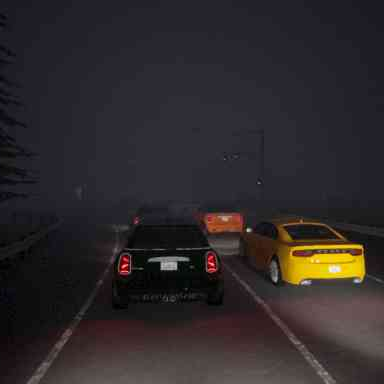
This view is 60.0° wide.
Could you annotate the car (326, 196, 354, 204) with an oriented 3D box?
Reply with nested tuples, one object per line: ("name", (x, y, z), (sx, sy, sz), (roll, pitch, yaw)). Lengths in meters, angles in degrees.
("car", (29.284, 1.525, 65.787), (4.902, 1.511, 2.128), (0, 0, -19))

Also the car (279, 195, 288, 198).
("car", (19.078, 1.352, 65.965), (4.553, 1.767, 2.097), (0, 0, -18))

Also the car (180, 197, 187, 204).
("car", (0.237, 1.528, 33.520), (4.674, 1.442, 1.812), (0, 0, -19))

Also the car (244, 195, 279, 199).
("car", (12.503, 1.491, 60.096), (4.902, 1.511, 2.128), (0, 0, -19))

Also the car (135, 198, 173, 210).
("car", (-4.914, 1.528, 42.871), (4.674, 1.442, 1.812), (0, 0, -19))

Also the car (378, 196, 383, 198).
("car", (38.651, 1.540, 70.075), (5.357, 1.411, 2.033), (0, 0, -29))

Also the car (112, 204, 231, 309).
("car", (-0.631, 1.352, 8.095), (2.097, 1.767, 4.553), (0, 0, -6))

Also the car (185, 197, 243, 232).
("car", (1.203, 1.352, 18.342), (2.097, 1.767, 4.553), (0, 0, -12))

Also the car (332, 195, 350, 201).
("car", (36.278, 1.552, 80.888), (4.181, 1.385, 1.994), (0, 0, -29))

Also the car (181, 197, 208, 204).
("car", (0.514, 1.601, 63.404), (4.718, 1.301, 1.895), (0, 0, -19))

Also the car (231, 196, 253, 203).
("car", (10.562, 1.553, 70.436), (4.181, 1.385, 1.994), (0, 0, -19))

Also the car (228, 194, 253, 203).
("car", (9.730, 1.352, 66.501), (4.553, 1.767, 2.097), (0, 0, -18))

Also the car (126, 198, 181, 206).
("car", (-2.111, 1.352, 16.902), (2.097, 1.767, 4.553), (0, 0, -12))

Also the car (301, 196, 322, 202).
("car", (27.459, 1.553, 76.347), (4.181, 1.385, 1.994), (0, 0, -21))

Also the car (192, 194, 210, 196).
("car", (1.336, 1.505, 59.992), (4.892, 1.490, 1.837), (0, 0, -19))

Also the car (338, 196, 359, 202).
("car", (36.149, 1.595, 76.718), (4.718, 1.301, 1.895), (0, 0, -29))

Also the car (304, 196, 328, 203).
("car", (27.009, 1.524, 72.402), (4.674, 1.442, 1.812), (0, 0, -19))

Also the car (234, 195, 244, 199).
("car", (10.786, 1.352, 63.195), (4.553, 1.767, 2.097), (0, 0, -19))

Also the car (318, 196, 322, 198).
("car", (27.321, 1.524, 68.797), (4.674, 1.442, 1.812), (0, 0, -19))

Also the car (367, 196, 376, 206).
("car", (26.853, 1.601, 53.707), (4.718, 1.301, 1.895), (0, 0, -19))

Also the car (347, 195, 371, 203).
("car", (36.690, 1.525, 73.008), (4.902, 1.511, 2.128), (0, 0, -25))

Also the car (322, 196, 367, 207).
("car", (22.158, 1.547, 48.400), (5.357, 1.411, 2.033), (0, 0, -19))

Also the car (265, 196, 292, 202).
("car", (19.059, 1.540, 73.337), (5.357, 1.411, 2.033), (0, 0, -19))

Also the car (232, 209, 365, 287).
("car", (2.730, 1.478, 9.456), (1.882, 1.535, 5.008), (0, 0, -6))

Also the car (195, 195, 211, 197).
("car", (3.075, 1.601, 56.889), (4.718, 1.301, 1.895), (0, 0, -19))

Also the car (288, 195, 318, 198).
("car", (20.954, 1.564, 62.950), (4.181, 1.385, 1.994), (0, 0, -19))

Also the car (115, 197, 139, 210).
("car", (-6.592, 1.356, 38.586), (4.553, 1.767, 2.097), (0, 0, -19))

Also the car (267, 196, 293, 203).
("car", (18.350, 1.525, 69.396), (4.902, 1.511, 2.128), (0, 0, -19))
